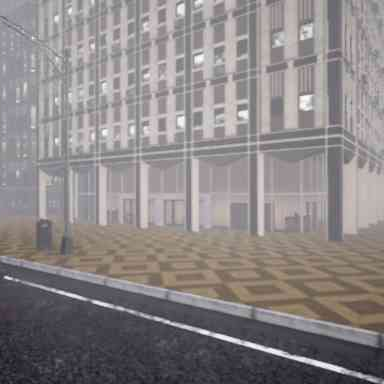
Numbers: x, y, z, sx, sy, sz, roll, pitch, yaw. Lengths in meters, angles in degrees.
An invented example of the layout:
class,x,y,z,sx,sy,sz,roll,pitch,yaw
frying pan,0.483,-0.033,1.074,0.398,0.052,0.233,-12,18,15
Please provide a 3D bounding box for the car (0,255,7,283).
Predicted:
class,x,y,z,sx,sy,sz,roll,pitch,yaw
car,-6.777,1.680,8.429,5.357,1.411,2.033,-1,-1,36
